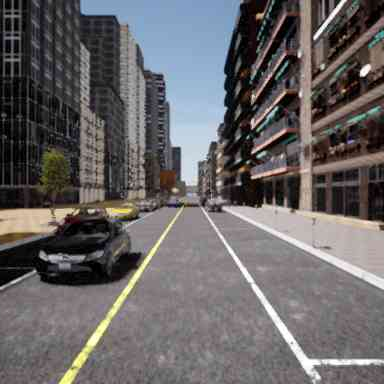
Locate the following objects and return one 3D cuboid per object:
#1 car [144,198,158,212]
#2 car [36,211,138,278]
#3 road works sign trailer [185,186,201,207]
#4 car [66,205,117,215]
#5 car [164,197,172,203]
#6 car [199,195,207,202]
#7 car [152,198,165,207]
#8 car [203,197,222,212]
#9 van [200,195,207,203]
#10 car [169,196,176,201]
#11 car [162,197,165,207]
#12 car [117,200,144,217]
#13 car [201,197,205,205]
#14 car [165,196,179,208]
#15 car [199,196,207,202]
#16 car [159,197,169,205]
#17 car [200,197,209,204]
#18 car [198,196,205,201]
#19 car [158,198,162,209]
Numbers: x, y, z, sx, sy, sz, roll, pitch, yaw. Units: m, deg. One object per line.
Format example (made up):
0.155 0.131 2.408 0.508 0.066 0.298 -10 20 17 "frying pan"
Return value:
-5.671 1.686 40.164 2.008 1.369 4.403 0 0 0 "car"
-3.090 1.558 10.442 1.812 1.442 4.674 0 0 0 "car"
0.027 0.660 55.964 2.380 3.560 2.880 0 0 0 "road works sign trailer"
-5.682 1.497 18.033 1.967 1.590 4.097 0 0 0 "car"
-5.652 1.875 78.892 1.802 1.307 4.206 0 0 0 "car"
2.720 1.662 62.289 1.967 1.590 4.097 0 0 0 "car"
-5.663 1.743 56.760 1.887 1.381 4.507 0 0 0 "car"
2.710 1.687 40.159 2.008 1.369 4.403 0 0 0 "car"
2.728 1.636 78.887 1.690 1.788 3.998 0 0 0 "van"
-5.643 1.912 95.322 1.752 1.417 4.829 0 0 0 "car"
-5.666 1.727 51.228 2.008 1.369 4.403 0 0 0 "car"
-5.676 1.619 28.928 1.752 1.417 4.829 0 0 0 "car"
2.712 1.708 45.692 2.008 1.369 4.403 0 0 0 "car"
-3.035 1.731 53.088 2.033 1.411 5.357 0 0 1 "car"
2.731 1.760 84.420 1.967 1.590 4.097 0 0 0 "car"
-5.657 1.768 67.656 1.752 1.417 4.829 0 0 0 "car"
2.725 1.852 73.354 1.802 1.307 4.206 0 0 0 "car"
2.737 1.922 95.484 2.008 1.369 4.403 0 0 0 "car"
-5.668 1.595 45.697 1.967 1.590 4.097 0 0 0 "car"
